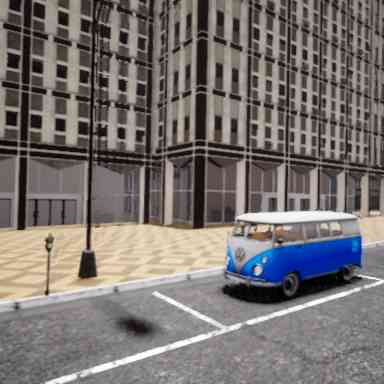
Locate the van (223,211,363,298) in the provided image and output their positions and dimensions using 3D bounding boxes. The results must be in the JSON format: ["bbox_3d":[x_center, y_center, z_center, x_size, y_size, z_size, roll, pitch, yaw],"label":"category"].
[{"bbox_3d":[2.648,1.405,8.424,3.998,1.788,1.690,1,1,-35],"label":"van"}]
